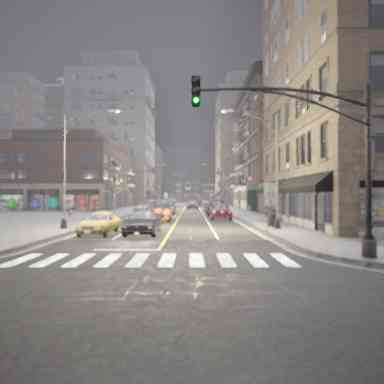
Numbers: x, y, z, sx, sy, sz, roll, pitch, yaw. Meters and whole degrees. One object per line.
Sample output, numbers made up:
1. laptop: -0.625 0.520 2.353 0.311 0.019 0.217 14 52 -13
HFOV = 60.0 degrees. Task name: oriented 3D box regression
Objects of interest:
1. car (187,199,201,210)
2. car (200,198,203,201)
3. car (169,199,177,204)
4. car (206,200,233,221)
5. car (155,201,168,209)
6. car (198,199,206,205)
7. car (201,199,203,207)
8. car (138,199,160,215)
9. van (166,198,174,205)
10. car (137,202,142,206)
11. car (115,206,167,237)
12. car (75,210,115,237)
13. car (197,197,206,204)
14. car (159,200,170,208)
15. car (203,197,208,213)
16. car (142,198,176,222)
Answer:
1. car: 0.094 2.220 53.030 1.895 1.301 4.718 0 -1 0
2. car: 2.625 2.308 64.975 2.008 1.369 4.403 0 -1 0
3. car: -5.406 2.643 93.281 2.008 1.369 4.403 0 -1 0
4. car: 2.631 1.802 31.007 1.967 1.590 4.097 0 -1 0
5. car: -5.399 2.276 59.313 1.802 1.307 4.206 0 -1 0
6. car: 2.620 2.590 87.621 1.947 1.339 4.313 0 -1 0
7. car: 2.628 2.087 48.161 1.752 1.417 4.829 0 -1 0
8. car: -5.396 1.811 42.331 2.192 1.841 5.009 0 -1 0
9. van: -5.404 2.301 81.961 1.690 1.788 3.998 0 -1 0
10. car: -5.395 1.981 36.667 2.008 1.369 4.403 0 -1 0
11. car: -2.852 1.781 19.795 2.033 1.411 5.357 0 -1 0
12. car: -5.392 1.756 19.512 1.752 1.417 4.829 0 -1 0
13. car: 2.619 2.405 93.286 2.192 1.841 5.009 0 -1 0
14. car: -5.400 2.283 64.805 1.752 1.417 4.829 0 -1 0
15. car: 2.630 1.743 36.670 2.192 1.841 5.009 0 -1 0
16. car: -2.858 1.697 29.445 2.097 1.767 4.553 0 -1 0
